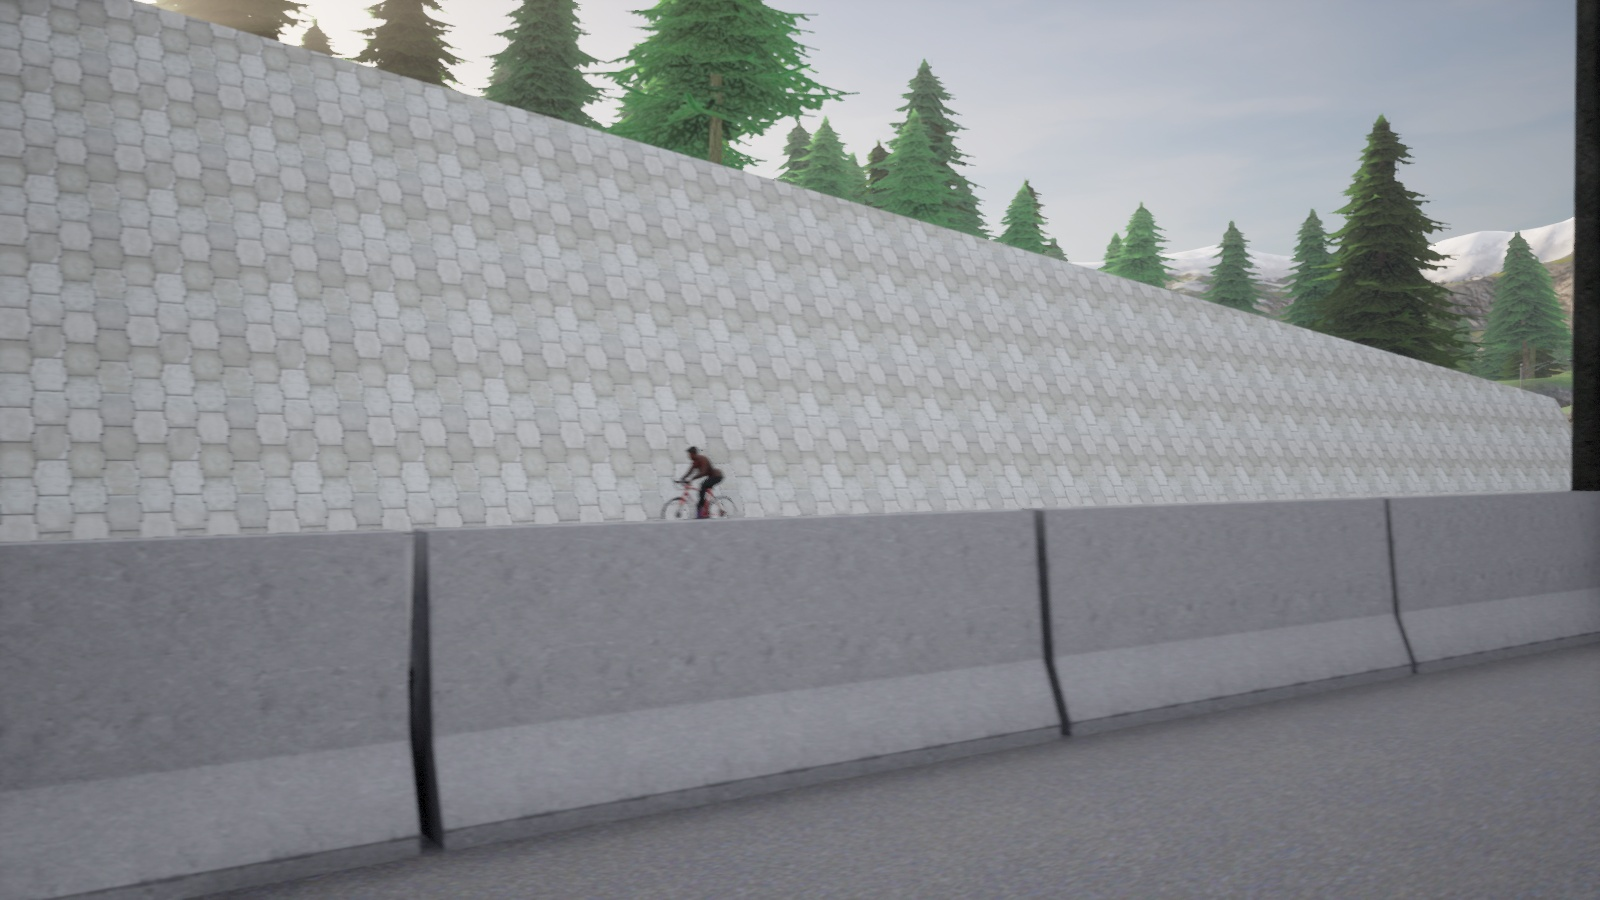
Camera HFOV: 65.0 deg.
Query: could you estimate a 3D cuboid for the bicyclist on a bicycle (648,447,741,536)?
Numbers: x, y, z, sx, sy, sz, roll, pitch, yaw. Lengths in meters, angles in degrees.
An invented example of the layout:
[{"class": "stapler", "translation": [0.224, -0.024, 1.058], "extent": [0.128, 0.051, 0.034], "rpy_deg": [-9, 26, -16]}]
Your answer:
[{"class": "bicyclist on a bicycle", "translation": [-1.973, 0.760, 23.608], "extent": [1.656, 1.620, 0.582], "rpy_deg": [-1, 0, -35]}]
